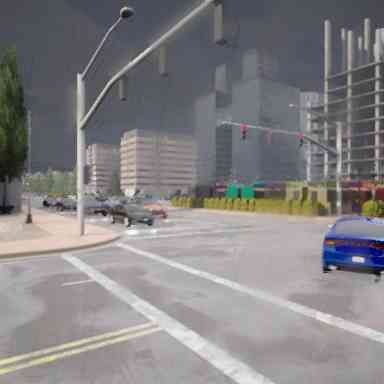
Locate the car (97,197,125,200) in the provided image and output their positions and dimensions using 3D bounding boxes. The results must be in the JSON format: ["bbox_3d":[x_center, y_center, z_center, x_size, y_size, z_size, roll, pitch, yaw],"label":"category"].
[{"bbox_3d":[-8.572,1.564,36.425,1.812,1.442,4.674,0,0,-33],"label":"car"}]

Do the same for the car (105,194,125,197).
[{"bbox_3d":[-12.343,1.412,55.701,2.097,1.767,4.553,0,0,-32],"label":"car"}]

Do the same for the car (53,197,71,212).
[{"bbox_3d":[-15.044,1.537,40.059,1.837,1.490,4.892,0,0,-32],"label":"car"}]

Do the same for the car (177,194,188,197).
[{"bbox_3d":[-0.265,1.251,64.148,3.866,1.878,1.905,0,0,-34],"label":"car"}]

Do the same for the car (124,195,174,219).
[{"bbox_3d":[-3.855,1.388,29.032,2.097,1.767,4.553,0,0,-33],"label":"car"}]

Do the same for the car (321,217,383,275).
[{"bbox_3d":[5.230,1.502,10.299,1.882,1.535,5.008,1,0,28],"label":"car"}]

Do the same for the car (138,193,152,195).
[{"bbox_3d":[-11.279,1.255,80.389,3.866,1.878,1.905,0,0,-34],"label":"car"}]

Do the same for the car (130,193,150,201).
[{"bbox_3d":[-12.854,1.253,82.818,4.605,1.855,1.932,0,0,-34],"label":"car"}]

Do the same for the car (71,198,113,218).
[{"bbox_3d":[-9.483,1.577,31.330,2.033,1.411,5.357,0,0,-33],"label":"car"}]

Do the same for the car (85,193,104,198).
[{"bbox_3d":[-13.948,1.393,44.862,2.097,1.767,4.553,0,0,-32],"label":"car"}]

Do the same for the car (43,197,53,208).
[{"bbox_3d":[-20.634,1.526,48.886,2.128,1.511,4.902,0,0,-32],"label":"car"}]

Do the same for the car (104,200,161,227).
[{"bbox_3d":[-4.238,1.531,23.125,1.837,1.490,4.892,0,0,-33],"label":"car"}]

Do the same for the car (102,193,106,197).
[{"bbox_3d":[-17.712,1.284,63.942,2.150,2.045,5.566,0,0,-33],"label":"car"}]
